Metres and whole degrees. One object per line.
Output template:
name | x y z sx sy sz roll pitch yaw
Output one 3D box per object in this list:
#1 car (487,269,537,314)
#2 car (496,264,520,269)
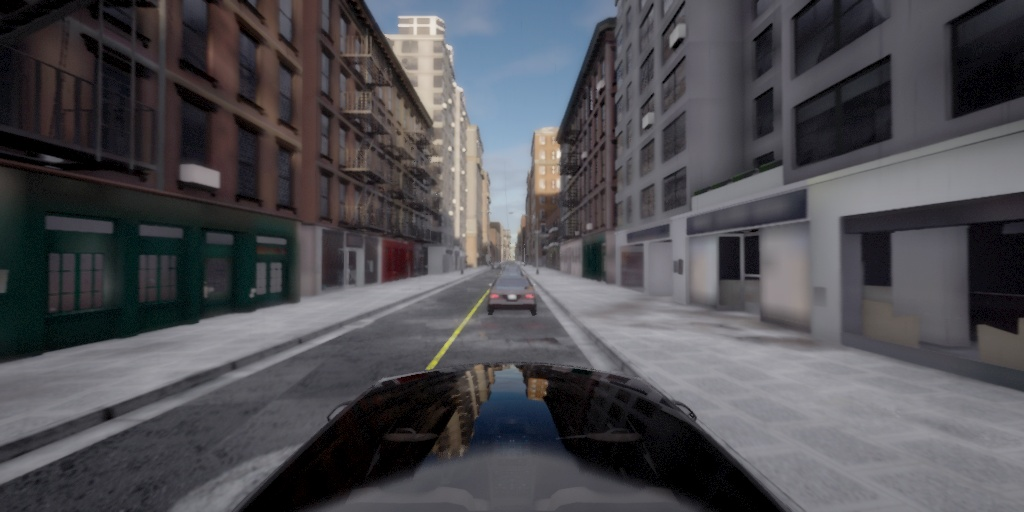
car | 0.018 1.427 14.384 2.033 1.411 5.357 0 -1 0
car | 0.028 1.576 29.378 2.033 1.411 5.357 0 -1 0
